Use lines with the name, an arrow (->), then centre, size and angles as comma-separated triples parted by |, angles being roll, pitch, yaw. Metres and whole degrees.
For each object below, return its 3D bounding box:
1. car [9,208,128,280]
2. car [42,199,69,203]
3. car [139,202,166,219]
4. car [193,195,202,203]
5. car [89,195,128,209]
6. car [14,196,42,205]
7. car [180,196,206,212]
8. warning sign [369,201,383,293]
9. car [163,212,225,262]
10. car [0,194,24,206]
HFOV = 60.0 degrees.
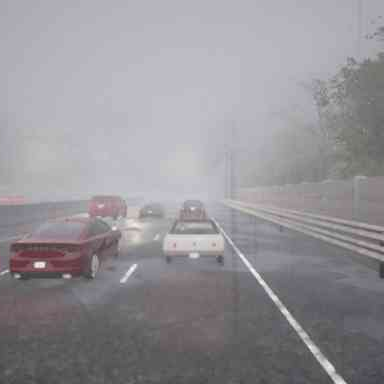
car -> -3.430, 1.487, 9.998 | 1.882, 1.535, 5.008 | 0, 0, 0
car -> -17.583, 1.620, 44.607 | 2.033, 1.411, 5.357 | 0, 0, 0
car -> -3.414, 1.604, 29.368 | 1.994, 1.385, 4.181 | 0, 0, 0
car -> 1.223, 1.613, 76.985 | 1.801, 1.575, 5.366 | 0, 0, 0
car -> -6.915, 1.257, 27.906 | 2.150, 2.045, 5.566 | 0, 0, 0
car -> -21.081, 1.620, 44.557 | 2.033, 1.411, 5.357 | 0, 0, 0
car -> 0.083, 1.390, 28.593 | 2.097, 1.767, 4.553 | 0, 0, 0
warning sign -> 4.548, 1.121, 6.795 | 1.300, 1.860, 1.060 | 0, 0, 0
car -> 0.081, 1.612, 12.157 | 1.895, 1.301, 4.718 | 0, 0, 0
car -> -24.576, 1.299, 45.045 | 2.150, 2.045, 5.566 | 0, -1, 0
